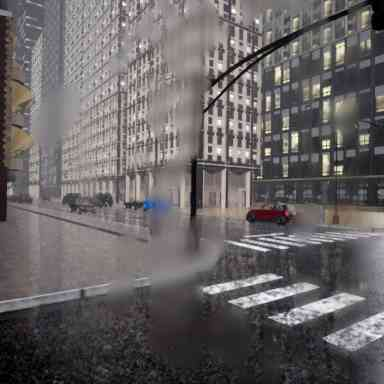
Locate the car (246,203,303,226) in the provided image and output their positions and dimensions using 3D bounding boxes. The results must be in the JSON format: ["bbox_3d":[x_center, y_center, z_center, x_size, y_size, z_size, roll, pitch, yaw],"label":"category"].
[{"bbox_3d":[5.786,1.505,23.957,1.967,1.590,4.097,1,-1,-35],"label":"car"}]

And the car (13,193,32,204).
[{"bbox_3d":[-30.479,1.155,60.556,2.192,1.841,5.009,1,-1,-35],"label":"car"}]

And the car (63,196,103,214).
[{"bbox_3d":[-10.860,1.427,32.921,2.008,1.369,4.403,1,-1,-35],"label":"car"}]

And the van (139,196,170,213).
[{"bbox_3d":[-4.025,1.382,37.774,1.690,1.788,3.998,1,-1,-35],"label":"van"}]

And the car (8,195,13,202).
[{"bbox_3d":[-37.025,1.397,69.764,1.947,1.339,4.313,1,-1,-35],"label":"car"}]

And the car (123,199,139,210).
[{"bbox_3d":[-7.299,1.584,42.378,2.008,1.369,4.403,1,-1,-35],"label":"car"}]

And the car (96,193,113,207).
[{"bbox_3d":[-14.446,1.255,53.171,2.150,2.045,5.566,1,-1,-35],"label":"car"}]

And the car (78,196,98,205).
[{"bbox_3d":[-18.455,1.525,58.874,1.837,1.490,4.892,1,-1,-35],"label":"car"}]

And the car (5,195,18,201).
[{"bbox_3d":[-40.294,1.378,74.370,2.008,1.369,4.403,1,-1,-35],"label":"car"}]

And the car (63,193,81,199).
[{"bbox_3d":[-20.001,1.182,55.629,2.150,2.045,5.566,1,-1,-35],"label":"car"}]

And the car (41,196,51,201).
[{"bbox_3d":[-36.735,1.570,83.826,1.802,1.307,4.206,1,-1,-35],"label":"car"}]

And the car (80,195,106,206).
[{"bbox_3d":[-14.539,1.535,48.025,1.994,1.385,4.181,1,-1,-37],"label":"car"}]
